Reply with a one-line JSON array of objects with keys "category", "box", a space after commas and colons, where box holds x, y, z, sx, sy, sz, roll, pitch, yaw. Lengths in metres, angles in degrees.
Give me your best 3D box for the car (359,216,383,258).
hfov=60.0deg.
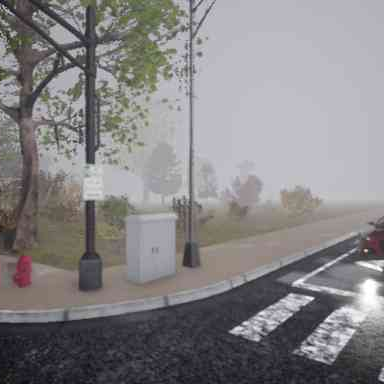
[{"category": "car", "box": [7.112, 1.471, 11.264, 1.994, 1.385, 4.181, 0, 0, 39]}]
